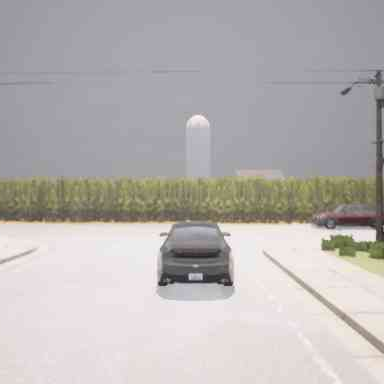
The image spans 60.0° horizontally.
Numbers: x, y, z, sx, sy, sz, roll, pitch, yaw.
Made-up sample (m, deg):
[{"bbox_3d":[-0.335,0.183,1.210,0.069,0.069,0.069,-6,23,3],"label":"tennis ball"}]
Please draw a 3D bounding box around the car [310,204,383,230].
[{"bbox_3d":[10.643,1.623,23.080,4.553,1.767,2.097,0,-1,1],"label":"car"}]

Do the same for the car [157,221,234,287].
[{"bbox_3d":[0.089,1.607,9.597,1.837,1.490,4.892,0,-1,0],"label":"car"}]
